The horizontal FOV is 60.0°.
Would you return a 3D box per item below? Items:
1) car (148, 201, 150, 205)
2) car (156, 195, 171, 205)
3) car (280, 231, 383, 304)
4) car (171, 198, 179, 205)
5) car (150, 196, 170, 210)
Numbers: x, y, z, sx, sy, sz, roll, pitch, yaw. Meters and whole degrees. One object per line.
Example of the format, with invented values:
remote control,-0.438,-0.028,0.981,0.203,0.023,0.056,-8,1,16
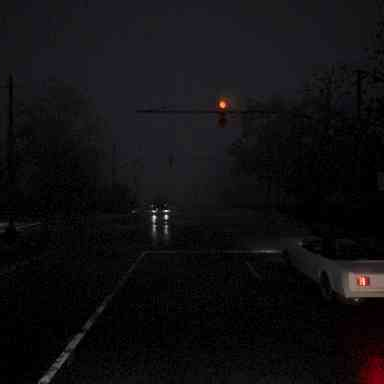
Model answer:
car,-8.335,2.199,72.610,1.994,1.385,4.181,0,-1,-16
car,-5.383,1.520,57.710,2.150,2.045,5.566,0,0,-8
car,3.594,1.601,8.107,1.895,1.301,4.718,0,0,0
car,-4.994,2.126,73.582,1.882,1.535,5.008,0,-1,-19
car,-4.102,1.582,43.508,1.837,1.490,4.892,0,0,-3
